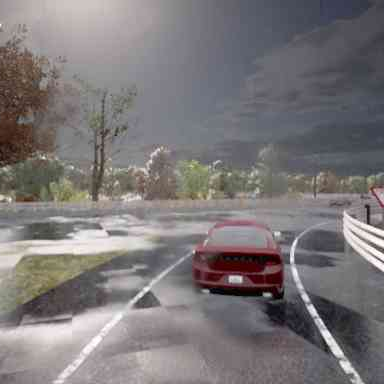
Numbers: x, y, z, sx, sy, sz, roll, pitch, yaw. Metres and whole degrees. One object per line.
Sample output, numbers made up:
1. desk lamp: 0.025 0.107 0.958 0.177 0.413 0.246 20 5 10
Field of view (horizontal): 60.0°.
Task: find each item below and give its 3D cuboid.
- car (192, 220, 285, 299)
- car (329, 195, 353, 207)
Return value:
1. car: 1.274 1.464 8.600 1.882 1.535 5.008 0 0 11
2. car: 21.567 1.450 48.216 2.033 1.411 5.357 0 0 42
